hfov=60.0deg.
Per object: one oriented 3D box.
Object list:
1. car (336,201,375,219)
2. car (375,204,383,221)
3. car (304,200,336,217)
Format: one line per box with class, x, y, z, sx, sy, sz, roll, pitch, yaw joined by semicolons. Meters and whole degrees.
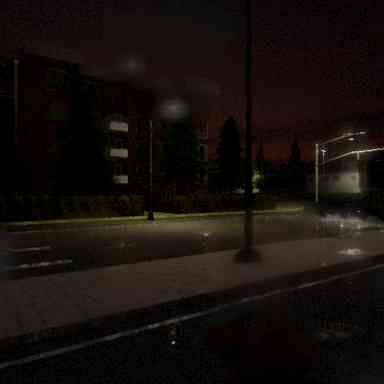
car;14.771;1.558;28.758;4.674;1.442;1.812;0;0;-37
car;16.857;1.325;25.947;5.566;2.045;2.150;0;0;-37
car;12.661;1.510;31.551;5.008;1.535;1.882;0;0;-37
